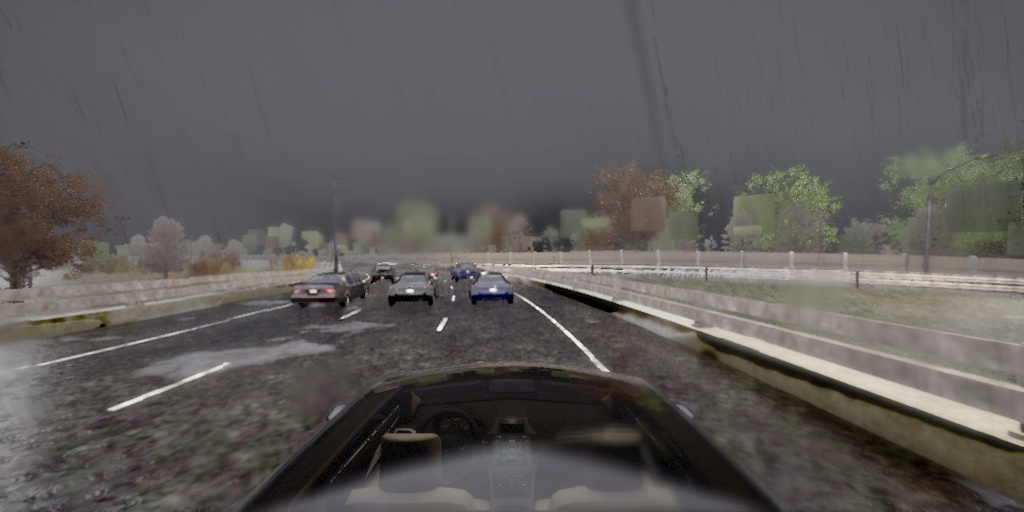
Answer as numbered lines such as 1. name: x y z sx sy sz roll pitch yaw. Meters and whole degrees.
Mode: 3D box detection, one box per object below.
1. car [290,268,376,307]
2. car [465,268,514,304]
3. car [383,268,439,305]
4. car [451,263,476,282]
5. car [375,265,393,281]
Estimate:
1. car: -7.987 1.437 16.272 2.033 1.411 5.357 0 -1 -8
2. car: -1.100 1.463 17.504 1.994 1.385 4.181 0 -1 -8
3. car: -4.573 1.460 17.061 1.994 1.385 4.181 0 -1 -8
4. car: -4.424 1.398 33.180 2.097 1.767 4.553 0 -1 -16
5. car: -11.223 1.542 31.473 1.837 1.490 4.892 0 0 -16
